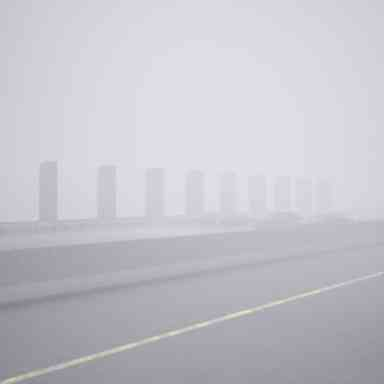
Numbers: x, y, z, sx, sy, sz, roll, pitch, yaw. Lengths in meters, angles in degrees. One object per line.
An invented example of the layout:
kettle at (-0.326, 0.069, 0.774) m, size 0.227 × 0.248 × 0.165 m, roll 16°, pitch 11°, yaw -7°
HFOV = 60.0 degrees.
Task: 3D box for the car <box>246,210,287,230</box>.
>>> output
car at (6.900, 2.254, 26.410) m, size 4.892 × 1.490 × 1.837 m, roll 1°, pitch -2°, yaw -35°

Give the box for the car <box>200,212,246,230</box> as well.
car at (3.321, 2.429, 27.957) m, size 4.718 × 1.301 × 1.895 m, roll 1°, pitch -2°, yaw -36°

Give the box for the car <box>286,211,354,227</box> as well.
car at (9.613, 2.200, 23.990) m, size 5.357 × 1.411 × 2.033 m, roll 1°, pitch -2°, yaw -33°

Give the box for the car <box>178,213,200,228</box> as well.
car at (1.089, 2.530, 30.657) m, size 4.718 × 1.301 × 1.895 m, roll 1°, pitch -2°, yaw -36°
